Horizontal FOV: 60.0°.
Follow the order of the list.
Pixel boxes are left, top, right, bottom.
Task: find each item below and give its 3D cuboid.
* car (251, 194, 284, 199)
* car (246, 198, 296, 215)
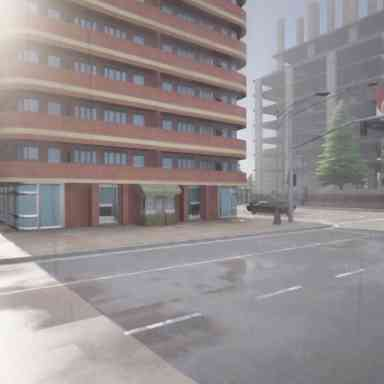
[{"bbox_3d":[8.819,1.222,37.042,2.150,2.045,5.566,0,0,-36],"label":"car"},{"bbox_3d":[7.662,1.601,32.699,1.895,1.301,4.718,0,0,-36],"label":"car"}]
